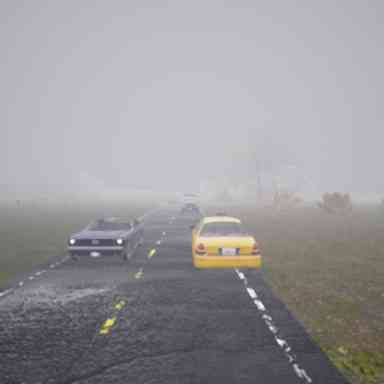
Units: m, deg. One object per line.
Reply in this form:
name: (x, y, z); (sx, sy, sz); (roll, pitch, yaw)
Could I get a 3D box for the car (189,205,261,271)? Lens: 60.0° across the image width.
car: (0.893, 1.435, 10.771); (1.801, 1.575, 5.366); (0, 0, 0)

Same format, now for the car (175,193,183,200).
car: (-3.318, 1.211, 85.546); (2.097, 1.767, 4.553); (0, 0, 0)

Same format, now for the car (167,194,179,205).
car: (-3.196, 1.442, 56.223); (2.033, 1.411, 5.357); (0, 0, 0)

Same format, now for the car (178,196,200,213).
car: (-0.167, 1.459, 35.205); (1.812, 1.442, 4.674); (0, 0, 0)

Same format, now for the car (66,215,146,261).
car: (-2.931, 1.577, 12.258); (1.895, 1.301, 4.718); (0, 0, 0)

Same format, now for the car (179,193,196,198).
car: (-0.288, 1.133, 47.338); (2.150, 2.045, 5.566); (0, 0, 0)
